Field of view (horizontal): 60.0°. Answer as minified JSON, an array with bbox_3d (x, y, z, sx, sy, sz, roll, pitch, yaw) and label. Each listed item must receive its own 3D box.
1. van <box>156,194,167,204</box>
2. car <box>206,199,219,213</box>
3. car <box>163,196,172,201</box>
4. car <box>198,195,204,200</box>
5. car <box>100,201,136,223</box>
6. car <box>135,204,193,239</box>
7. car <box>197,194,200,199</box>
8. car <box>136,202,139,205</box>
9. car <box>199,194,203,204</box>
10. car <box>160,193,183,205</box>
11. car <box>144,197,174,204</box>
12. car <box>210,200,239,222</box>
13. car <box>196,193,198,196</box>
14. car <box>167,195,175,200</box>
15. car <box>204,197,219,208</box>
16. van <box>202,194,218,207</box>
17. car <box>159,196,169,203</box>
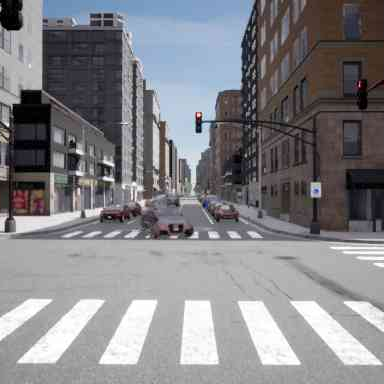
[{"bbox_3d":[-5.955,1.365,65.683,1.690,1.788,3.998,1,0,0],"label":"van"},{"bbox_3d":[2.624,1.589,31.651,1.802,1.307,4.206,1,0,0],"label":"car"},{"bbox_3d":[-5.985,1.600,82.702,1.947,1.339,4.313,1,0,0],"label":"car"},{"bbox_3d":[2.523,1.565,94.229,1.752,1.417,4.829,1,0,0],"label":"car"},{"bbox_3d":[-5.892,1.551,25.973,1.887,1.381,4.507,1,0,0],"label":"car"},{"bbox_3d":[-1.484,1.579,17.718,1.994,1.385,4.181,0,0,-22],"label":"car"},{"bbox_3d":[2.559,1.593,71.365,1.947,1.339,4.313,1,0,0],"label":"car"},{"bbox_3d":[-5.901,1.552,31.646,1.887,1.381,4.507,1,0,0],"label":"car"},{"bbox_3d":[2.599,1.329,48.672,2.192,1.841,5.009,1,0,0],"label":"car"},{"bbox_3d":[-3.129,1.238,50.983,2.150,2.045,5.566,0,0,3],"label":"car"},{"bbox_3d":[-3.148,1.498,31.544,2.128,1.511,4.902,0,0,0],"label":"car"},{"bbox_3d":[2.634,1.588,25.978,1.802,1.307,4.206,1,0,0],"label":"car"},{"bbox_3d":[2.543,1.349,82.712,2.192,1.841,5.009,1,0,0],"label":"car"},{"bbox_3d":[-6.003,1.585,94.048,1.887,1.381,4.507,1,0,0],"label":"car"},{"bbox_3d":[2.615,1.591,37.325,1.802,1.307,4.206,1,0,0],"label":"car"},{"bbox_3d":[2.608,1.353,42.999,1.690,1.788,3.998,1,0,0],"label":"van"},{"bbox_3d":[-5.966,1.609,71.356,1.802,1.307,4.206,1,0,0],"label":"car"}]
